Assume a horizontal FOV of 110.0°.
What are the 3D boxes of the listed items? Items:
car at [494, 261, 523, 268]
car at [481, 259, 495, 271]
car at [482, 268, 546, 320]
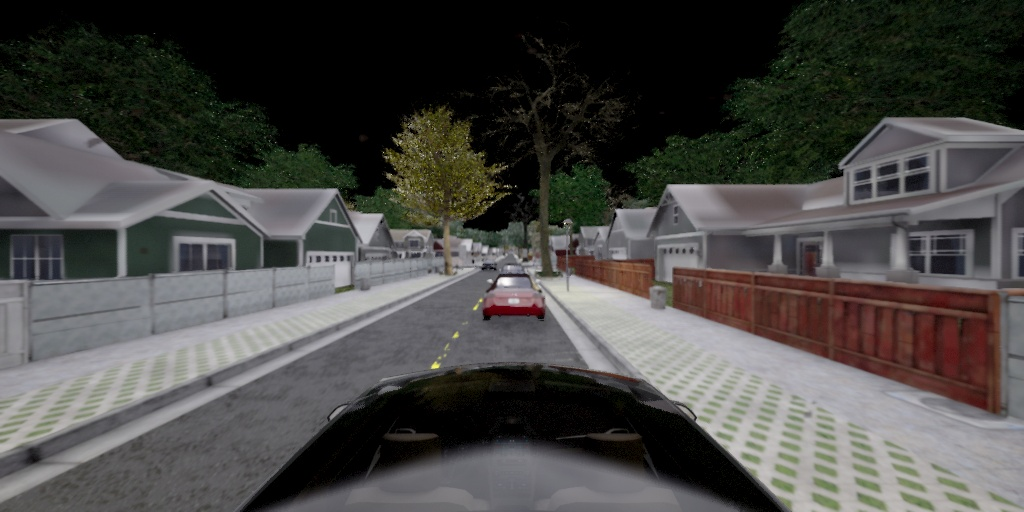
[{"bbox_3d":[0.055,1.210,25.185,2.033,1.411,5.357,0,0,0],"label":"car"},{"bbox_3d":[-2.777,1.133,44.971,2.033,1.411,5.357,0,0,1],"label":"car"},{"bbox_3d":[0.069,1.273,12.394,1.994,1.385,4.181,0,0,0],"label":"car"}]
